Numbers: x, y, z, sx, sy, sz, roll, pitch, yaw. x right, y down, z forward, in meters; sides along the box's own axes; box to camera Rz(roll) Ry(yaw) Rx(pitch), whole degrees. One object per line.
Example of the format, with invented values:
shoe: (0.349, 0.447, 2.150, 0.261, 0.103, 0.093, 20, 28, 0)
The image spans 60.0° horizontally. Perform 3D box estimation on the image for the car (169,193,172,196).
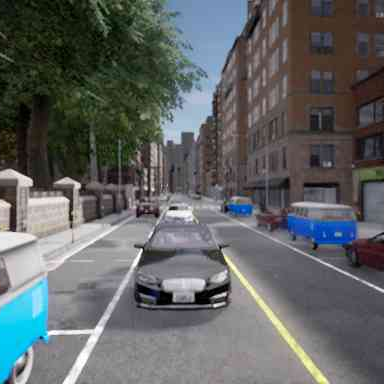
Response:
car: (-6.528, 1.569, 79.863, 2.008, 1.369, 4.403, 0, 0, -3)

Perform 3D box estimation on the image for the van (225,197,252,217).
van: (4.510, 1.374, 31.268, 1.690, 1.788, 3.998, 0, 0, -3)

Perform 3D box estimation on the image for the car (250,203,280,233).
car: (5.092, 1.573, 19.962, 1.887, 1.381, 4.507, 0, 0, -3)

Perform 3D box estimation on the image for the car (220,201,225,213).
car: (4.220, 1.600, 36.920, 1.947, 1.339, 4.313, 0, 0, -3)

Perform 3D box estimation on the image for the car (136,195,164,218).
car: (-4.001, 1.335, 30.789, 2.192, 1.841, 5.009, 0, 0, -3)

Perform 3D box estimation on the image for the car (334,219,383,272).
car: (5.674, 1.600, 8.656, 1.802, 1.307, 4.206, 0, 0, -3)

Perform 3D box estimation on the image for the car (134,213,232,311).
car: (-0.254, 1.501, 8.029, 2.128, 1.511, 4.902, 0, 0, -3)

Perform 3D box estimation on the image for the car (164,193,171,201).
car: (-6.239, 1.543, 74.251, 1.752, 1.417, 4.829, 0, 0, -3)

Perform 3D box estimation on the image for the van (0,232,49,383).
van: (-2.547, 1.341, 2.537, 1.690, 1.788, 3.998, 0, 0, -3)

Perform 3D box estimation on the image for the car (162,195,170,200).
car: (-7.089, 1.568, 90.751, 1.887, 1.381, 4.507, 0, 0, -3)

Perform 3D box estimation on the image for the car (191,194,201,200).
car: (1.423, 1.476, 91.225, 1.967, 1.590, 4.097, 0, 0, -3)

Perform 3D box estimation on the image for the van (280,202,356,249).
van: (5.383, 1.365, 14.309, 1.690, 1.788, 3.998, 0, 0, -3)

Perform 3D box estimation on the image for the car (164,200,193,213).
car: (-0.925, 1.547, 22.942, 1.812, 1.442, 4.674, 0, 0, -3)
